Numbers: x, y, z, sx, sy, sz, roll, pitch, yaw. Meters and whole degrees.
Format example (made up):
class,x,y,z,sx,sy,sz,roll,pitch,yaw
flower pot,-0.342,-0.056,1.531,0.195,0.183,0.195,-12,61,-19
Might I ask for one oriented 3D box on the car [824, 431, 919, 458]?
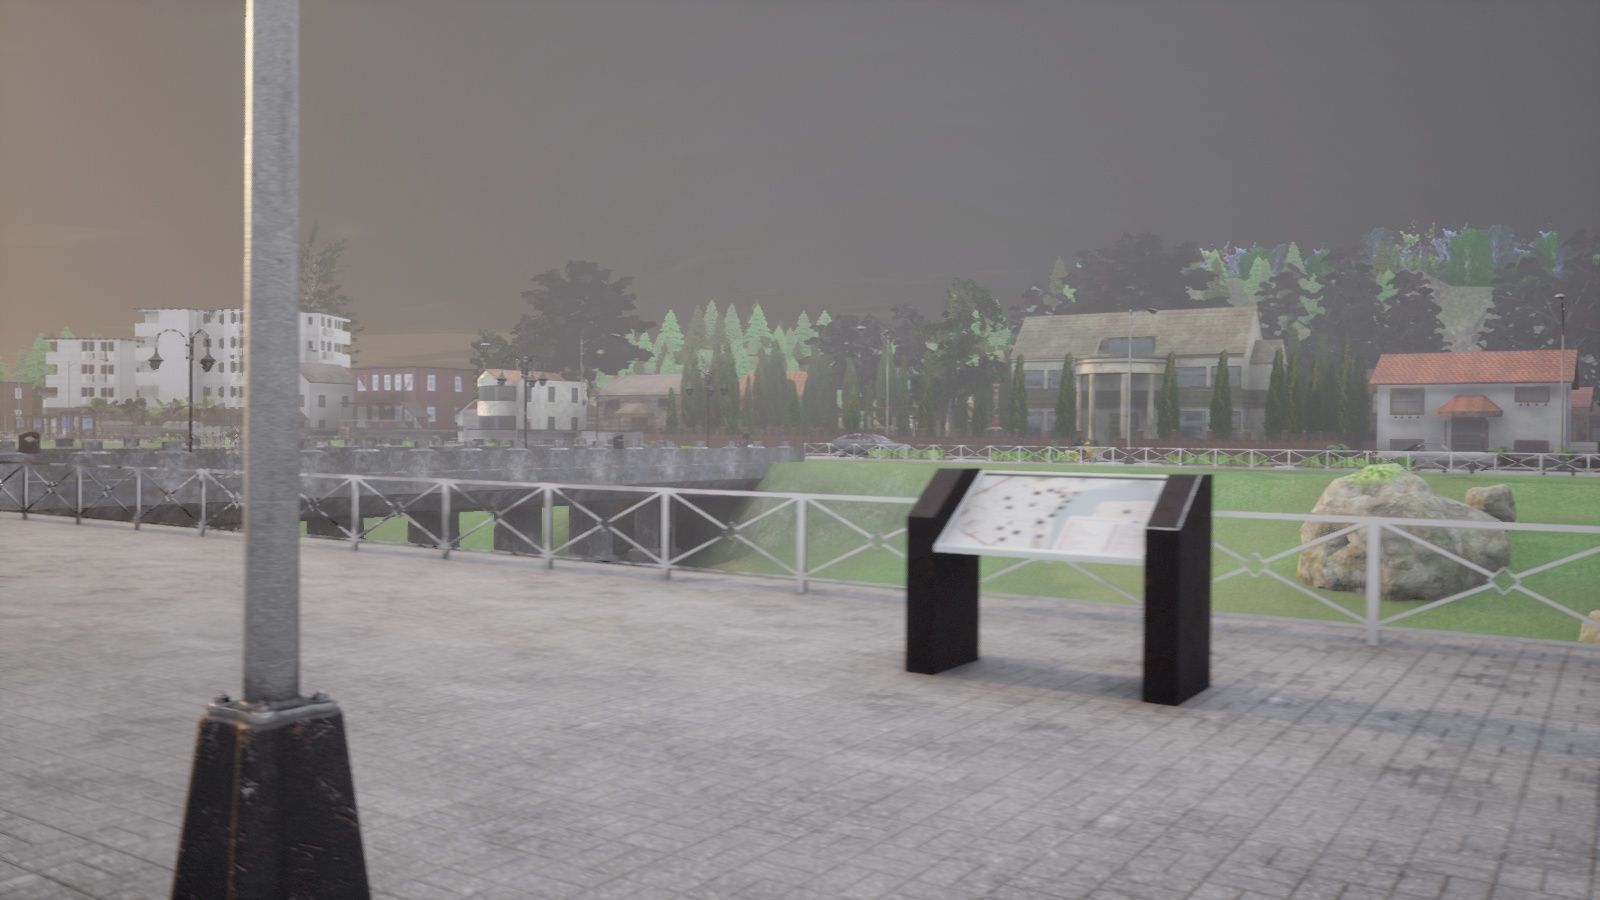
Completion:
class,x,y,z,sx,sy,sz,roll,pitch,yaw
car,4.024,-0.315,70.782,4.902,1.511,2.128,0,1,34

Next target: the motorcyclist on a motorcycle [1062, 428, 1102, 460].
class,x,y,z,sx,sy,sz,roll,pitch,yaw
motorcyclist on a motorcycle,14.348,-0.318,63.919,1.817,1.590,0.866,0,1,34

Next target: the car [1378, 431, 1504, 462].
class,x,y,z,sx,sy,sz,roll,pitch,yaw
car,27.990,-0.170,54.855,4.718,1.301,1.895,0,1,34
